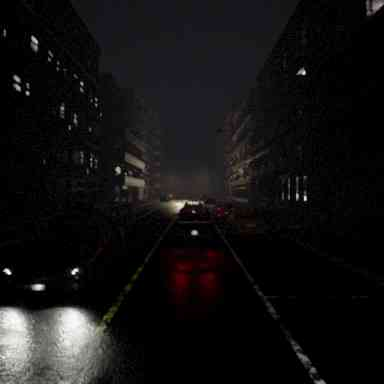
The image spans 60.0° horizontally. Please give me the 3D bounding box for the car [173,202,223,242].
[{"bbox_3d":[0.111,1.461,16.103,2.128,1.511,4.902,0,0,0],"label":"car"}]

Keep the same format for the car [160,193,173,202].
[{"bbox_3d":[-5.640,1.416,68.052,2.008,1.369,4.403,0,0,0],"label":"car"}]

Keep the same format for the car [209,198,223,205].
[{"bbox_3d":[2.712,1.490,28.589,1.887,1.381,4.507,0,0,0],"label":"car"}]

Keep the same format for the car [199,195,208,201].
[{"bbox_3d":[2.749,1.408,79.314,1.947,1.339,4.313,0,0,0],"label":"car"}]

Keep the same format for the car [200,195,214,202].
[{"bbox_3d":[2.728,1.452,51.133,2.008,1.369,4.403,0,0,0],"label":"car"}]

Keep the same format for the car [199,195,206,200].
[{"bbox_3d":[2.757,1.401,90.587,1.802,1.307,4.206,0,0,0],"label":"car"}]

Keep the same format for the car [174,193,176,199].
[{"bbox_3d":[-5.628,1.374,84.961,1.887,1.381,4.507,0,0,0],"label":"car"}]

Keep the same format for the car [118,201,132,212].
[{"bbox_3d":[-5.673,1.396,22.962,1.967,1.590,4.097,0,0,0],"label":"car"}]

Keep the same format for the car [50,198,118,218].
[{"bbox_3d":[-5.676,1.281,17.326,2.192,1.841,5.009,0,0,0],"label":"car"}]

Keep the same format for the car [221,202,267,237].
[{"bbox_3d":[2.704,1.493,17.486,1.752,1.417,4.829,0,0,0],"label":"car"}]

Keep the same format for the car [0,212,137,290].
[{"bbox_3d":[-3.093,1.529,9.355,2.033,1.411,5.357,0,0,0],"label":"car"}]

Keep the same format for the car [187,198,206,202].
[{"bbox_3d":[0.124,1.537,32.986,1.895,1.301,4.718,0,0,0],"label":"car"}]

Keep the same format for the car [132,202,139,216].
[{"bbox_3d":[-5.668,1.489,28.599,1.887,1.381,4.507,0,0,0],"label":"car"}]

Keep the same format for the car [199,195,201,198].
[{"bbox_3d":[2.745,1.379,73.848,1.752,1.417,4.829,0,0,0],"label":"car"}]
